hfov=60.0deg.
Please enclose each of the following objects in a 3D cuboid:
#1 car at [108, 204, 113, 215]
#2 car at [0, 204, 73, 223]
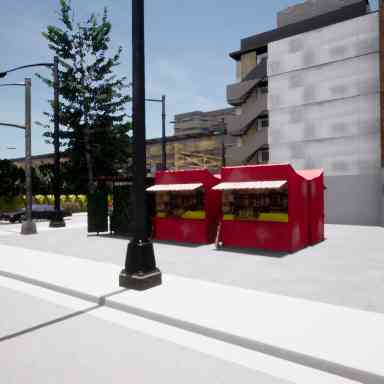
[{"bbox_3d":[-6.889,1.489,34.575,2.097,1.767,4.553,-1,-1,36],"label":"car"},{"bbox_3d":[-12.420,1.686,26.929,2.033,1.411,5.357,-1,-1,36],"label":"car"}]
